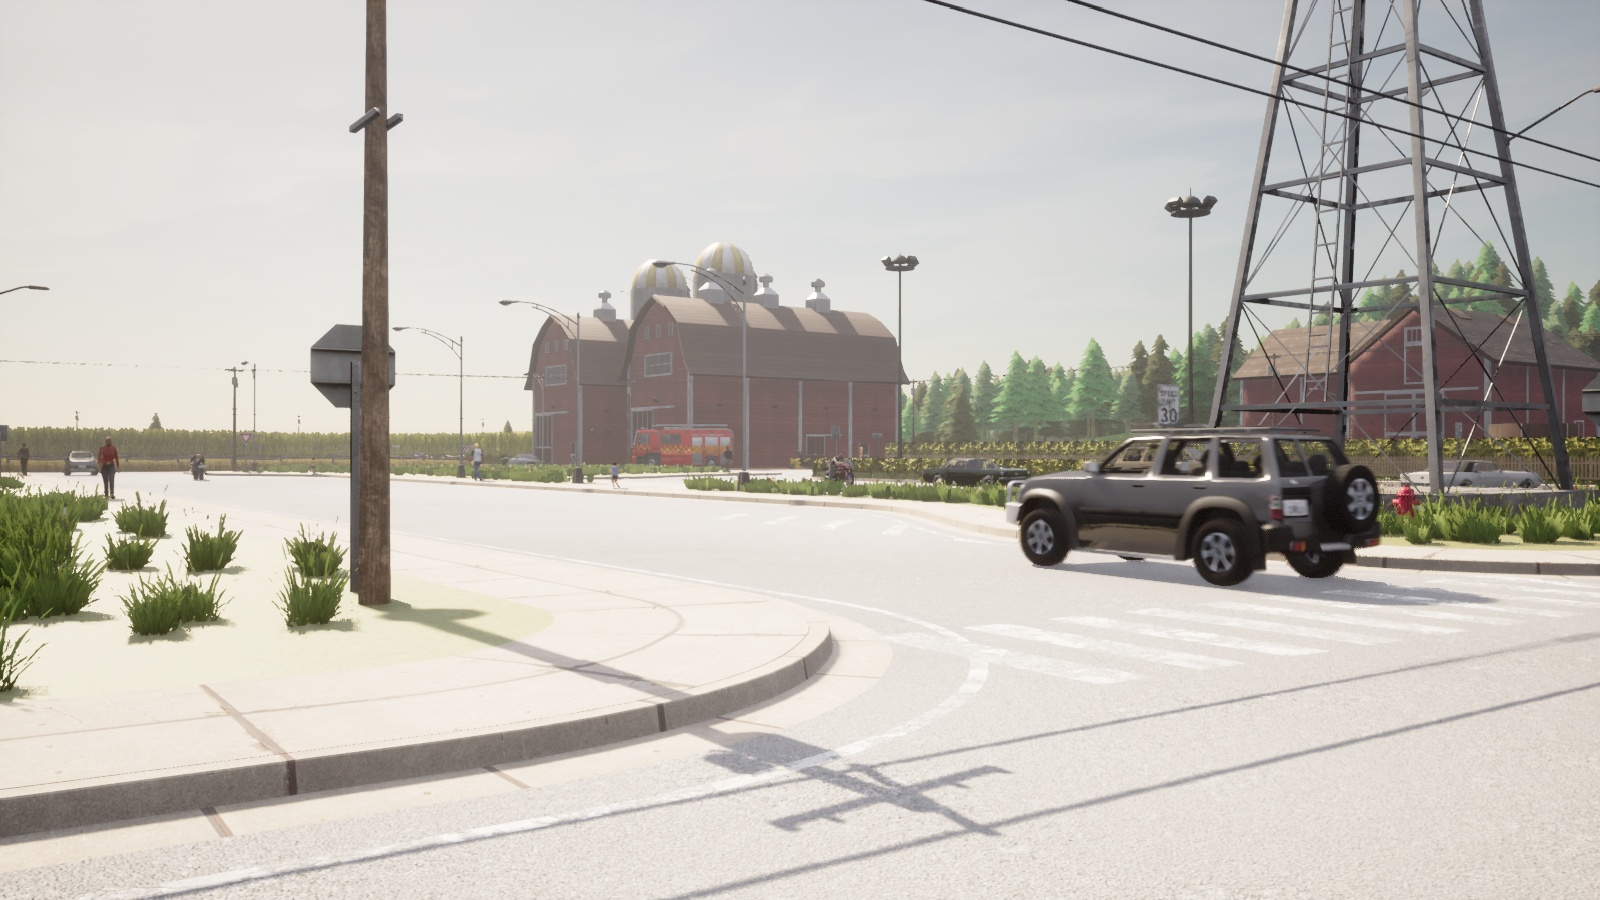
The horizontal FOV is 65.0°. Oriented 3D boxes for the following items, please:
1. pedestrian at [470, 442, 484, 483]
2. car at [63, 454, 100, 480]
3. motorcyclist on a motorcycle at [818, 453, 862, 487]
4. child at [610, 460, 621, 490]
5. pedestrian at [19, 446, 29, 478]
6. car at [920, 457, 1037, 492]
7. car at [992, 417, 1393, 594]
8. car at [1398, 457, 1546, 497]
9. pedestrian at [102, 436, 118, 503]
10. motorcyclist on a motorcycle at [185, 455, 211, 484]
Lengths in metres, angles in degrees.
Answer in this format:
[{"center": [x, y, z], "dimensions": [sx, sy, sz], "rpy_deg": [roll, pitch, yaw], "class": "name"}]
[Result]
[{"center": [-14.897, 0.573, 57.960], "dimensions": [0.354, 1.836, 0.706], "rpy_deg": [0, 0, -38], "class": "pedestrian"}, {"center": [-44.406, 1.007, 77.571], "dimensions": [1.789, 1.549, 3.705], "rpy_deg": [0, 0, -33], "class": "car"}, {"center": [1.818, 0.917, 57.829], "dimensions": [0.866, 1.530, 2.191], "rpy_deg": [0, 0, -36], "class": "motorcyclist on a motorcycle"}, {"center": [-6.770, 0.907, 46.101], "dimensions": [0.255, 1.110, 0.394], "rpy_deg": [0, 0, -38], "class": "child"}, {"center": [-42.969, 0.661, 69.525], "dimensions": [0.328, 1.805, 0.869], "rpy_deg": [0, 0, -39], "class": "pedestrian"}, {"center": [7.105, 0.953, 50.402], "dimensions": [1.895, 1.301, 4.718], "rpy_deg": [0, 0, -35], "class": "car"}, {"center": [4.652, 0.590, 15.609], "dimensions": [1.932, 1.855, 4.605], "rpy_deg": [0, 0, -32], "class": "car"}, {"center": [23.172, 0.902, 43.284], "dimensions": [4.718, 1.301, 1.895], "rpy_deg": [0, 0, -22], "class": "car"}, {"center": [-19.147, 0.526, 34.853], "dimensions": [0.331, 1.846, 0.636], "rpy_deg": [0, 0, -35], "class": "pedestrian"}, {"center": [-31.423, 1.007, 65.532], "dimensions": [0.866, 1.530, 2.191], "rpy_deg": [0, 0, -36], "class": "motorcyclist on a motorcycle"}]
